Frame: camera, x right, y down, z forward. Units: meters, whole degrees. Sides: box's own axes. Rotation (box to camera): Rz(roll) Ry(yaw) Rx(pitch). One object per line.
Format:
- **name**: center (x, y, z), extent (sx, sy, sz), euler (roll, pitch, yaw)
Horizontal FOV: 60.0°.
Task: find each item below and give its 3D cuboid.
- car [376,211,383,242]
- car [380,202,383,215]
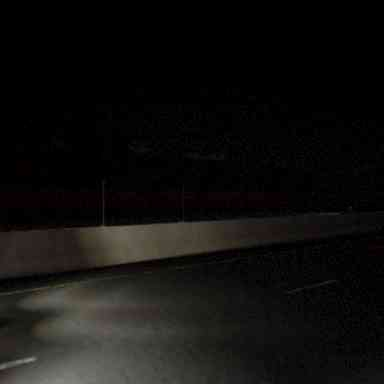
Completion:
- **car**: center (10.751, 1.698, 15.701), extent (4.181, 1.385, 1.994), euler (0, 0, -35)
- **car**: center (23.401, 1.873, 37.839), extent (4.181, 1.385, 1.994), euler (1, 0, -35)
